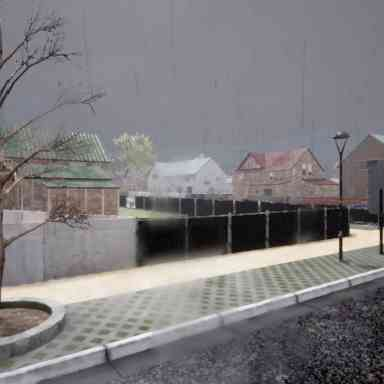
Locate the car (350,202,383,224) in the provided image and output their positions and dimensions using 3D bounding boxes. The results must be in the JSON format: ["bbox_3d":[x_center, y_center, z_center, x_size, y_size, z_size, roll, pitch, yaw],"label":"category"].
[{"bbox_3d":[11.629,1.400,20.819,2.128,1.511,4.902,0,1,-34],"label":"car"}]

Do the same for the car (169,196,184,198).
[{"bbox_3d":[-1.872,1.209,40.636,2.033,1.411,5.357,0,1,-34],"label":"car"}]

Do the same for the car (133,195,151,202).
[{"bbox_3d":[-7.929,1.099,54.707,1.895,1.301,4.718,0,1,-34],"label":"car"}]

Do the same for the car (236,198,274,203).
[{"bbox_3d":[5.045,1.316,30.476,1.812,1.442,4.674,0,1,-34],"label":"car"}]

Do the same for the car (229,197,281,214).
[{"bbox_3d":[6.307,1.312,33.885,2.033,1.411,5.357,0,1,-34],"label":"car"}]
